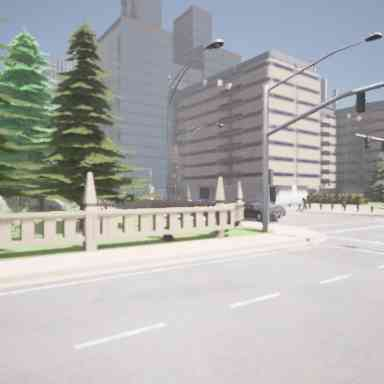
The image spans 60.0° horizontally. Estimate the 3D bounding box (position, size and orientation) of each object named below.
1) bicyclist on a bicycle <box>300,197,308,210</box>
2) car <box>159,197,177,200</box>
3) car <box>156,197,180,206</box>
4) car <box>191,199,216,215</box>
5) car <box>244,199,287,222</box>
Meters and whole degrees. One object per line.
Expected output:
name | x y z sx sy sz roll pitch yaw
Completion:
bicyclist on a bicycle | 13.553 1.420 40.254 1.656 1.620 0.582 0 0 -35
car | -4.448 1.431 46.619 2.097 1.767 4.553 0 0 -35
car | -4.295 1.608 58.712 1.837 1.490 4.892 0 0 -35
car | 1.274 1.557 38.566 1.882 1.535 5.008 0 0 -35
car | 5.057 1.573 27.214 1.837 1.490 4.892 0 0 -35
